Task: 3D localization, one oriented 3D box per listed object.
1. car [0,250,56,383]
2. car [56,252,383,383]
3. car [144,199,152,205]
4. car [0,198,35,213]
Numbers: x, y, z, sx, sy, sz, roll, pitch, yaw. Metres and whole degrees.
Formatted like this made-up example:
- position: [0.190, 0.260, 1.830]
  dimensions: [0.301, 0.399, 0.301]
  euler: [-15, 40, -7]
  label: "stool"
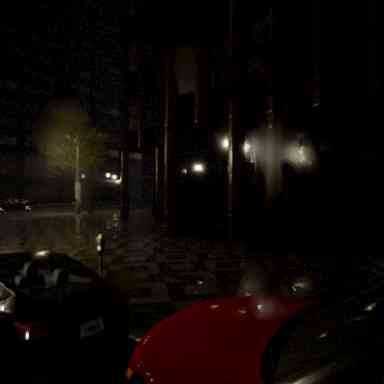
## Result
- position: [-2.822, 1.566, 4.968]
  dimensions: [4.313, 1.339, 1.947]
  euler: [0, 0, 35]
  label: "car"
- position: [1.772, 1.315, 1.703]
  dimensions: [5.009, 1.841, 2.192]
  euler: [0, 0, 35]
  label: "car"
- position: [-6.028, 1.500, 57.249]
  dimensions: [1.895, 1.301, 4.718]
  euler: [0, 0, 36]
  label: "car"
- position: [-20.211, 1.453, 37.278]
  dimensions: [1.837, 1.490, 4.892]
  euler: [0, 0, 35]
  label: "car"
